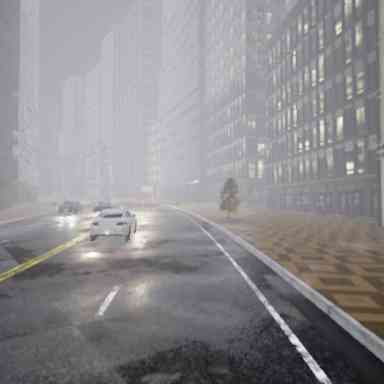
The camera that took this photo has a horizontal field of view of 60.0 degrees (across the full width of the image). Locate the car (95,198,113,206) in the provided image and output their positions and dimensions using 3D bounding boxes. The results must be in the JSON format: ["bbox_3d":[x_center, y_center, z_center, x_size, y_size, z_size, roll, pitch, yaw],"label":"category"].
[{"bbox_3d":[-9.767,1.635,36.983,1.994,1.385,4.181,0,0,-9],"label":"car"}]

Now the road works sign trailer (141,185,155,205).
[{"bbox_3d":[-8.136,0.599,61.214,2.380,3.560,2.880,0,0,-16],"label":"road works sign trailer"}]

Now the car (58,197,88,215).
[{"bbox_3d":[-12.750,1.556,35.065,2.128,1.511,4.902,0,0,-9],"label":"car"}]

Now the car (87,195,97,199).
[{"bbox_3d":[-22.709,1.341,75.230,1.882,1.535,5.008,0,0,-19],"label":"car"}]

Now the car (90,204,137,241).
[{"bbox_3d":[-3.896,1.563,16.926,1.812,1.442,4.674,0,0,-4],"label":"car"}]

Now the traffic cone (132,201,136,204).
[{"bbox_3d":[-11.416,2.099,67.547,0.340,0.580,0.340,0,0,-16],"label":"traffic cone"}]
